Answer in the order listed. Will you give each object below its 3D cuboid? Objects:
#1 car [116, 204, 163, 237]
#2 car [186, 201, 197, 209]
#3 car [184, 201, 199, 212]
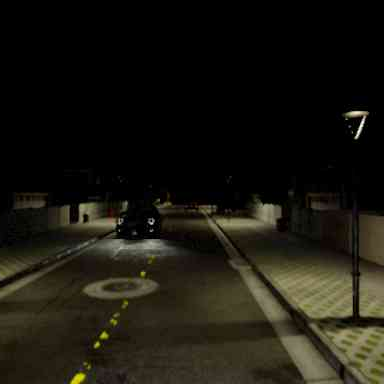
[{"bbox_3d":[-2.867,1.491,18.887,2.097,1.767,4.553,0,0,0],"label":"car"},{"bbox_3d":[-0.088,2.172,56.524,1.895,1.301,4.718,0,-1,0],"label":"car"},{"bbox_3d":[-0.071,1.976,46.075,2.033,1.411,5.357,0,-1,0],"label":"car"}]
